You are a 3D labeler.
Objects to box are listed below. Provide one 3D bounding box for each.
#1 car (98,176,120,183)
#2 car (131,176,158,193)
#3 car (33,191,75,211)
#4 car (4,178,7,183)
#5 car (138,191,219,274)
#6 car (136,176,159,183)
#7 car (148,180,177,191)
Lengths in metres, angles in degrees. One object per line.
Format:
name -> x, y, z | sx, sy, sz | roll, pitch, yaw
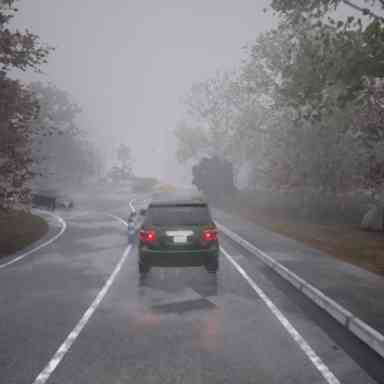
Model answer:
car -> -18.627, -2.901, 74.429 | 4.553, 1.767, 2.097 | 0, 4, 1
car -> -5.870, -0.896, 45.786 | 2.150, 2.045, 5.566 | 4, 6, 35
car -> -12.111, 0.654, 29.013 | 4.902, 1.511, 2.128 | 4, 6, 41
car -> -38.771, -2.300, 67.372 | 2.128, 1.511, 4.902 | 2, 4, 28
car -> -0.505, 1.170, 10.713 | 2.150, 2.045, 5.566 | 0, 2, -4
car -> -10.124, -2.883, 75.114 | 5.008, 1.535, 1.882 | 2, 5, 28
car -> -3.447, -0.373, 42.303 | 1.882, 1.535, 5.008 | 1, 5, 16
